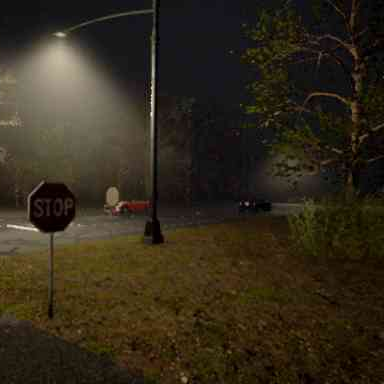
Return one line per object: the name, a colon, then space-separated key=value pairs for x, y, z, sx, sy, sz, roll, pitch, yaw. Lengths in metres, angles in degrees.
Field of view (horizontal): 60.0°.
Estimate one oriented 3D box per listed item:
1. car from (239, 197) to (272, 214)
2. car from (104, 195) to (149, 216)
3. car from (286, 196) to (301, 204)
car: x=6.816 y=1.306 z=35.301 sx=2.097 sy=1.767 sz=4.553 roll=1 pitch=0 yaw=36
car: x=-5.670 y=1.082 z=30.046 sx=2.097 sy=1.767 sz=4.553 roll=1 pitch=0 yaw=36
car: x=20.171 y=1.546 z=65.507 sx=1.812 sy=1.442 sz=4.674 roll=1 pitch=0 yaw=36
